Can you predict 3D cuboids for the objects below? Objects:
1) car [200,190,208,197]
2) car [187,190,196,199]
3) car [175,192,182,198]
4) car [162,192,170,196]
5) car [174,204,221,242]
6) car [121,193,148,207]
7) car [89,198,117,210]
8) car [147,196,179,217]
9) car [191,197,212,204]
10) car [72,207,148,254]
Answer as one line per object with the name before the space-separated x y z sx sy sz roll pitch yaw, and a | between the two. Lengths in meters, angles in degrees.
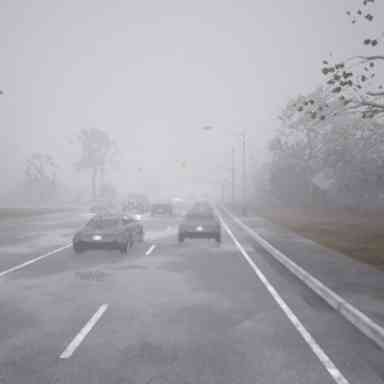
car | 3.191 0.737 86.459 2.097 1.767 4.553 0 3 3
car | -0.304 0.930 86.653 1.994 1.385 4.181 0 3 3
car | -3.644 0.804 90.370 2.128 1.511 4.902 0 3 3
car | -7.140 0.800 90.524 1.812 1.442 4.674 0 3 3
car | 0.378 1.528 16.272 1.994 1.385 4.181 0 0 2
car | -6.029 1.133 36.086 2.150 2.045 5.566 0 0 2
car | -9.541 1.428 35.966 1.837 1.490 4.892 0 0 3
car | -2.630 1.407 30.938 1.882 1.535 5.008 0 0 2
car | 0.913 1.493 31.898 1.994 1.385 4.181 0 0 3
car | -3.194 1.531 13.394 1.994 1.385 4.181 0 0 1
